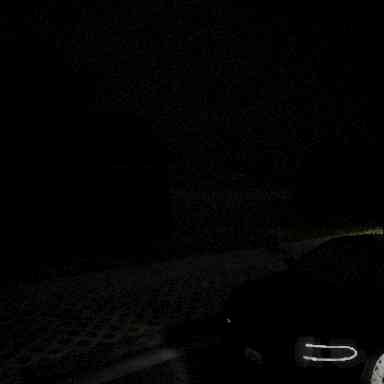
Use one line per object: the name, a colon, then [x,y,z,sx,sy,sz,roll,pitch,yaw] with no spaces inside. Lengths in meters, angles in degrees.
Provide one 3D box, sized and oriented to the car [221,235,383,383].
car: [2.671,1.437,4.980,5.008,1.535,1.882,-1,0,-36]
